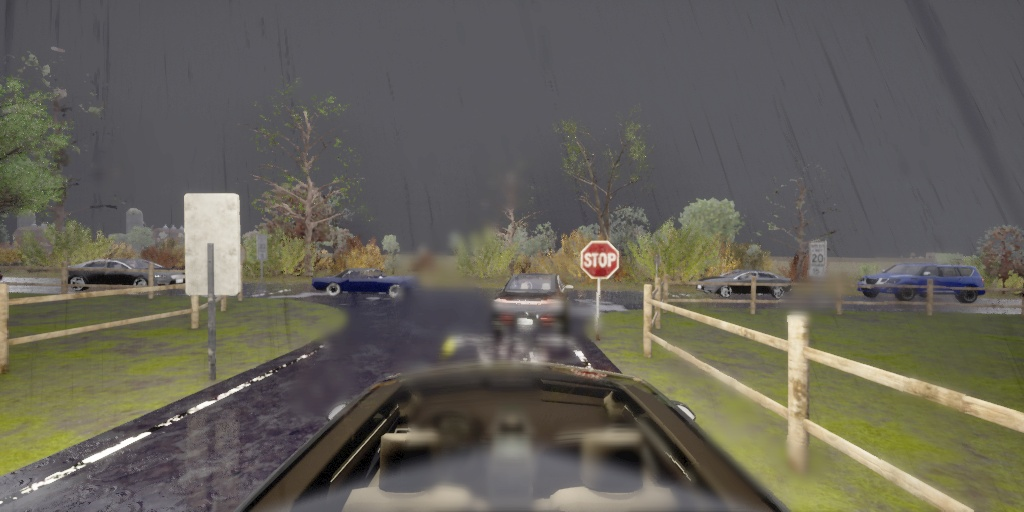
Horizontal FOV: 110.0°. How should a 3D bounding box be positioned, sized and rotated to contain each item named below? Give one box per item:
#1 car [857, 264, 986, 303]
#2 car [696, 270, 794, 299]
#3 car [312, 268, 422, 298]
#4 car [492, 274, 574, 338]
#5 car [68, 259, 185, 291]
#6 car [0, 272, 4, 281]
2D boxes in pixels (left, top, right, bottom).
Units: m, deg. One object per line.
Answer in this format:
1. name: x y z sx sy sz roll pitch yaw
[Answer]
1. car: 22.911 1.467 20.169 5.566 2.045 2.150 1 1 0
2. car: 13.015 1.525 20.186 4.902 1.511 2.128 1 1 0
3. car: -6.813 1.248 17.272 4.718 1.301 1.895 1 1 0
4. car: 0.711 1.240 10.235 2.128 1.511 4.902 0 0 9
5. car: -18.481 0.885 17.296 4.902 1.511 2.128 1 1 0
6. car: -27.784 0.717 17.309 4.674 1.442 1.812 1 1 0
